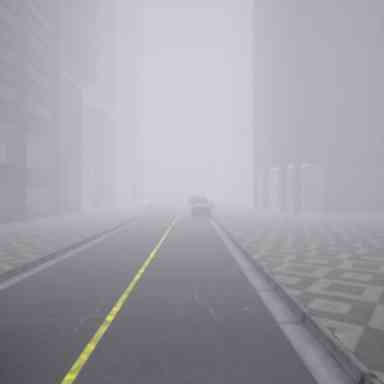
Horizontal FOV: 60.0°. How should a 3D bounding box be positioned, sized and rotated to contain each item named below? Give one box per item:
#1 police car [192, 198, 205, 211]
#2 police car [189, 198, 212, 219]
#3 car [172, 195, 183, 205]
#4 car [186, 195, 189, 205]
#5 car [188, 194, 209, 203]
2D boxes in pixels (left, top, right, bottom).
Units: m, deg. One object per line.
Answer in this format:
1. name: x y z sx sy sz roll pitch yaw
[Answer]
1. police car: 0.908 1.794 48.978 1.930 1.638 5.238 0 0 0
2. police car: 0.905 1.699 32.979 1.930 1.638 5.238 0 0 0
3. car: -2.989 1.959 71.787 1.882 1.535 5.008 0 0 0
4. car: 0.010 1.588 69.449 2.150 2.045 5.566 0 0 0
5. car: 0.907 1.560 42.899 2.150 2.045 5.566 0 0 0
